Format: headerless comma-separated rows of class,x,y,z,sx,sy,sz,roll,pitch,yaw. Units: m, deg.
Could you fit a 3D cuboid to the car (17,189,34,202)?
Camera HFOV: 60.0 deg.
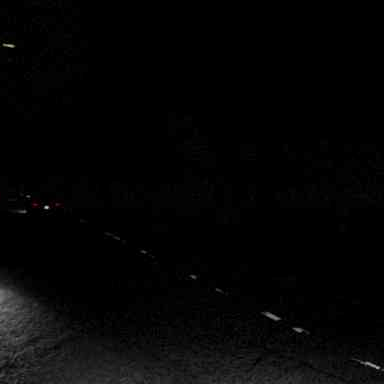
car,-18.579,0.393,37.622,1.994,1.385,4.181,1,1,-29

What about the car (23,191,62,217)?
car,-10.114,0.877,22.672,1.994,1.385,4.181,1,1,-29
